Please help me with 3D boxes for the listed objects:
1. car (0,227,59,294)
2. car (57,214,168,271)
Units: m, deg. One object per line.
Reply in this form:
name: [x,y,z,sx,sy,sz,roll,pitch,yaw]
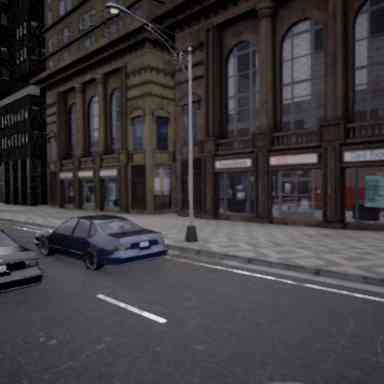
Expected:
car: [-5.472,1.503,7.988,5.357,1.411,2.033,0,1,43]
car: [-3.104,1.432,10.565,5.357,1.411,2.033,0,1,43]
